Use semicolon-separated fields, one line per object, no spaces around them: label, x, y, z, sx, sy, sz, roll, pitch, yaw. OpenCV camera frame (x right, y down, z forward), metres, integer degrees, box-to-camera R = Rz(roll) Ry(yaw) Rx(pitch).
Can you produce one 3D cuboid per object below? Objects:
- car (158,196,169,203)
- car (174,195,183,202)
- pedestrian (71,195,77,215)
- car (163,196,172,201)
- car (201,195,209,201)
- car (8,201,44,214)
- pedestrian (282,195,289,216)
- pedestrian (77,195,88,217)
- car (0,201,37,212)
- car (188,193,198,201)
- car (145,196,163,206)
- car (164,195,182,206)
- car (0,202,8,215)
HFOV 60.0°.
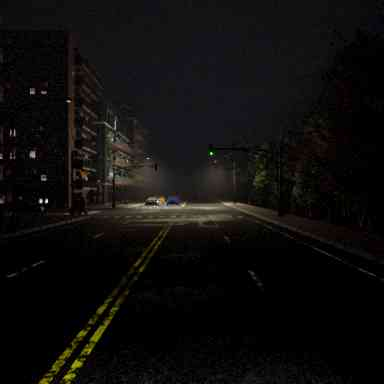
car;-6.284;1.561;74.183;2.128;1.511;4.902;0;0;0
car;-3.030;1.537;75.375;1.837;1.490;4.892;0;0;0
pedestrian;-10.186;1.149;29.405;0.375;1.860;0.375;0;0;0
car;-6.252;1.628;84.507;1.895;1.301;4.718;0;0;0
car;3.502;1.540;85.562;1.837;1.490;4.892;0;0;0
car;-19.226;1.727;37.414;4.902;1.511;2.128;-1;0;1
pedestrian;8.052;1.149;28.751;0.375;1.860;0.375;0;0;0
pedestrian;-9.253;1.149;28.105;0.375;1.860;0.375;0;0;0
car;-22.662;1.856;43.260;4.206;1.307;1.802;-1;1;-1
car;0.251;1.265;85.604;2.150;2.045;5.566;0;0;0
car;-6.432;1.568;54.390;2.033;1.411;5.357;0;0;0
car;-3.176;1.499;55.833;1.882;1.535;5.008;0;0;0
car;-22.570;1.595;34.609;5.009;1.841;2.192;-1;1;-1
